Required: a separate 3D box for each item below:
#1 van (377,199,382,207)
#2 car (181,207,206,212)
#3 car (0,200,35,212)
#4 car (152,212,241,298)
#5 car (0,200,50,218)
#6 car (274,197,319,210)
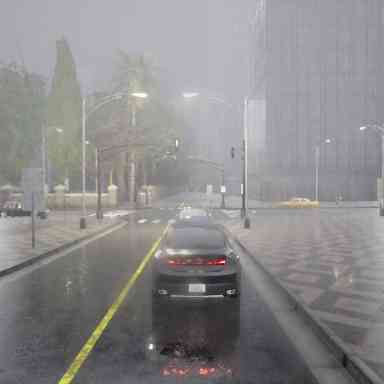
[{"bbox_3d":[23.302,0.987,37.822,3.998,1.788,1.690,-1,1,0],"label":"van"},{"bbox_3d":[0.075,1.528,18.206,2.033,1.411,5.357,0,0,1],"label":"car"},{"bbox_3d":[-20.453,1.588,38.046,4.206,1.307,1.802,0,1,0],"label":"car"},{"bbox_3d":[0.093,1.500,8.475,1.837,1.490,4.892,0,0,0],"label":"car"},{"bbox_3d":[-14.959,1.593,29.492,4.403,1.369,2.008,0,1,0],"label":"car"},{"bbox_3d":[11.894,1.293,37.883,4.829,1.417,1.752,-1,1,0],"label":"car"}]
